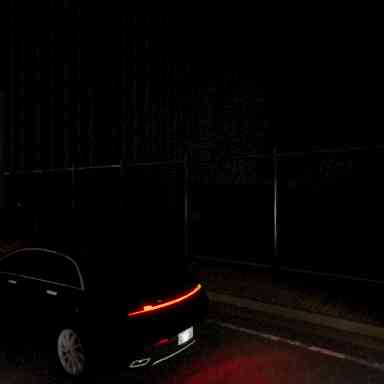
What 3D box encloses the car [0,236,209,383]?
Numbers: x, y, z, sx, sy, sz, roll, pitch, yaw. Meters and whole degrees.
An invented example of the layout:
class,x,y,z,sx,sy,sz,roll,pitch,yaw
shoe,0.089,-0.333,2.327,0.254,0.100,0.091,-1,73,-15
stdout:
class,x,y,z,sx,sy,sz,roll,pitch,yaw
car,-2.041,1.505,5.474,4.892,1.490,1.837,0,0,36
